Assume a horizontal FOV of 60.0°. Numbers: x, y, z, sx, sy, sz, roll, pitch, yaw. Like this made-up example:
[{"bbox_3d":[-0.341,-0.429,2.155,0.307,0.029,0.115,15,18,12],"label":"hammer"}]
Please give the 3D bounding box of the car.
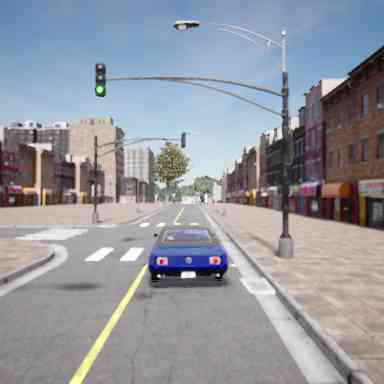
[{"bbox_3d":[-0.205,1.617,9.856,1.895,1.301,4.718,0,0,-3],"label":"car"}]
